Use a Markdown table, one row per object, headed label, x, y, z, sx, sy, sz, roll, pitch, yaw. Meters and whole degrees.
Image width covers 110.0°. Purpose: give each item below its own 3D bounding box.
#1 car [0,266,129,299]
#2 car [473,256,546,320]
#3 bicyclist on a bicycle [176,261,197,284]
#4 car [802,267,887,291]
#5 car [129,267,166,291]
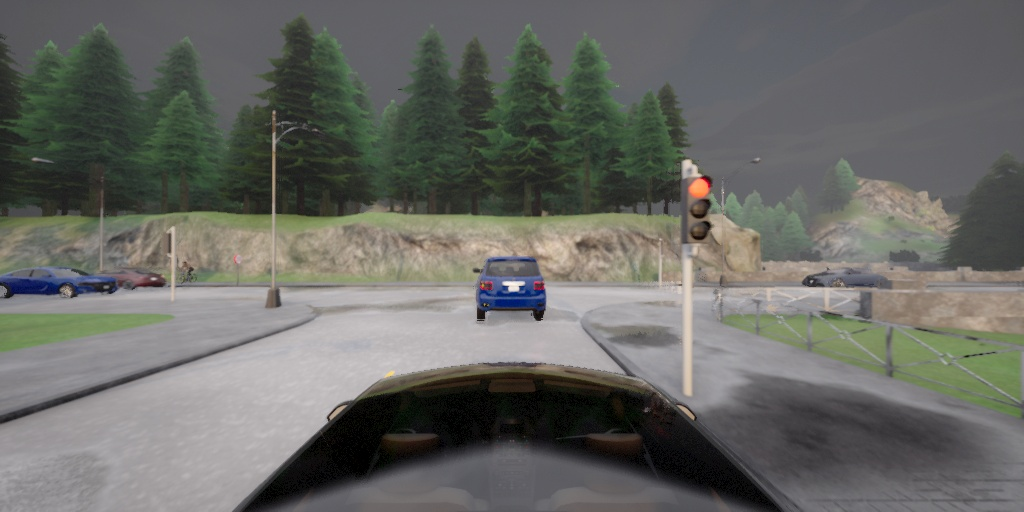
| label | x | y | z | sx | sy | sz | roll | pitch | yaw |
| --- | --- | --- | --- | --- | --- | --- | --- | --- | --- |
| car | -22.841 | 1.291 | 17.993 | 5.008 | 1.535 | 1.882 | 0 | 0 | 0 |
| car | -0.219 | 1.020 | 12.984 | 2.150 | 2.045 | 5.566 | 0 | 0 | -6 |
| bicyclist on a bicycle | -23.942 | 1.196 | 26.392 | 0.582 | 1.620 | 1.656 | 0 | 0 | 0 |
| car | 20.534 | 1.397 | 22.192 | 4.181 | 1.385 | 1.994 | 0 | 0 | 0 |
| car | -24.134 | 1.394 | 22.172 | 4.181 | 1.385 | 1.994 | 0 | 0 | 0 |
